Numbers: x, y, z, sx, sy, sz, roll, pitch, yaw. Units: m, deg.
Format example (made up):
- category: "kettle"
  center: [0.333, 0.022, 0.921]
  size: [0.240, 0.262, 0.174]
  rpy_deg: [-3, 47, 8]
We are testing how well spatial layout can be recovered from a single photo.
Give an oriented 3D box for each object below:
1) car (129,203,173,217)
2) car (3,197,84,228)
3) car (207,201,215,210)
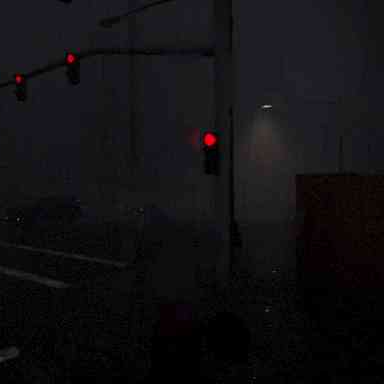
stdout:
- category: "car"
  center: [-4.100, 1.763, 33.594]
  size: [1.895, 1.301, 4.718]
  rpy_deg: [-1, 0, 36]
- category: "car"
  center: [-10.698, 1.384, 24.439]
  size: [2.150, 2.045, 5.566]
  rpy_deg: [-1, 0, 36]
- category: "car"
  center: [3.877, 1.687, 44.626]
  size: [1.812, 1.442, 4.674]
  rpy_deg: [-1, 0, 36]
